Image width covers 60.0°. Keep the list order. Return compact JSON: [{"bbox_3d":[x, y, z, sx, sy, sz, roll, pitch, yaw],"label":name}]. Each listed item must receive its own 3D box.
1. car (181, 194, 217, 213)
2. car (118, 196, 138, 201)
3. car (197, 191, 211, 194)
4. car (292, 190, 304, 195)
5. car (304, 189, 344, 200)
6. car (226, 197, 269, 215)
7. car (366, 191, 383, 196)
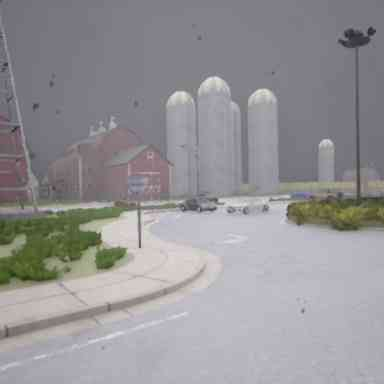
[{"bbox_3d":[0.618,1.193,32.042,1.784,1.438,3.905,-2,1,-37],"label":"car"},{"bbox_3d":[-8.126,1.262,41.554,1.816,1.474,4.193,-2,1,-37],"label":"car"},{"bbox_3d":[2.248,0.771,50.172,1.905,1.878,3.866,-2,1,-37],"label":"car"},{"bbox_3d":[21.503,0.398,64.838,2.242,1.667,4.611,-2,1,-37],"label":"car"},{"bbox_3d":[18.383,0.481,45.801,1.932,1.855,4.605,-2,1,-37],"label":"car"},{"bbox_3d":[4.899,1.141,28.938,4.674,1.442,1.812,-2,1,-44],"label":"car"},{"bbox_3d":[24.837,0.606,43.845,5.357,1.411,2.033,-1,1,-23],"label":"car"}]
